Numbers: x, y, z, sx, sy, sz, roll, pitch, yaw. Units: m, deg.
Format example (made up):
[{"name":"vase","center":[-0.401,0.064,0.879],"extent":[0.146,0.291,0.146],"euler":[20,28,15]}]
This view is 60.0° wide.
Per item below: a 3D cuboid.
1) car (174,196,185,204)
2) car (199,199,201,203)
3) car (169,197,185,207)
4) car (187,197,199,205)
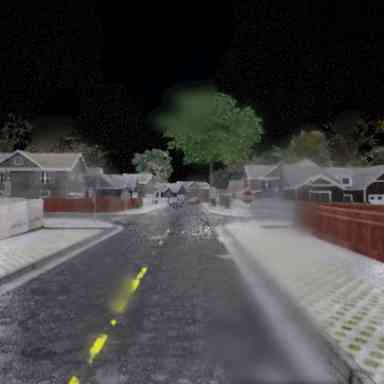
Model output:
[{"name":"car","center":[-2.674,1.786,72.845],"extent":[2.097,1.767,4.553],"euler":[0,-1,1]},{"name":"car","center":[0.909,2.019,81.565],"extent":[1.882,1.535,5.008],"euler":[0,-1,13]},{"name":"car","center":[-2.802,1.662,56.905],"extent":[2.097,1.767,4.553],"euler":[0,-1,0]},{"name":"car","center":[0.005,2.004,70.967],"extent":[2.033,1.411,5.357],"euler":[0,-1,1]}]
